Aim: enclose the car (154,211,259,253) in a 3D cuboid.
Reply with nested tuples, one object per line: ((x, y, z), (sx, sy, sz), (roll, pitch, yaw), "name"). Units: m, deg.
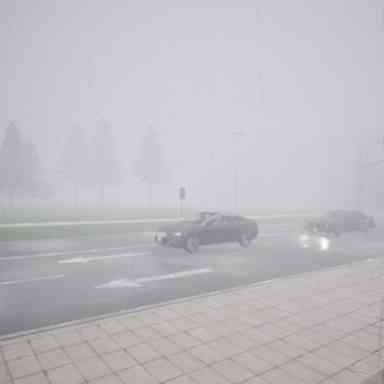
((0.741, 1.608, 14.338), (4.902, 1.511, 2.128), (1, -1, -35), "car")

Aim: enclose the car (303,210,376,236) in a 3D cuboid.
((9.138, 1.799, 20.285), (5.357, 1.411, 2.033), (1, -1, -35), "car")
